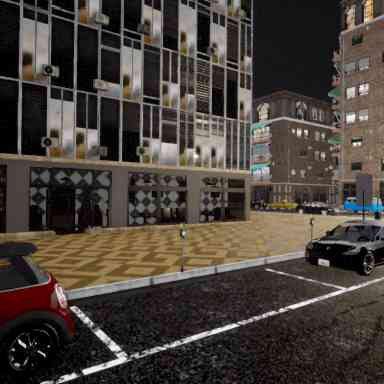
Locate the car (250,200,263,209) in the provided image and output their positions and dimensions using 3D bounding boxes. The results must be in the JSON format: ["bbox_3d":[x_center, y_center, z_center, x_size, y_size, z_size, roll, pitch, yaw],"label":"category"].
[{"bbox_3d":[9.654,1.864,51.114,1.947,1.339,4.313,0,-1,-35],"label":"car"}]

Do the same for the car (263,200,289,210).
[{"bbox_3d":[12.719,1.787,46.694,1.752,1.417,4.829,0,-1,-35],"label":"car"}]

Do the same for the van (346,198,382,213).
[{"bbox_3d":[19.143,1.525,37.437,1.690,1.788,3.998,0,-1,-35],"label":"van"}]

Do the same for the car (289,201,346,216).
[{"bbox_3d":[12.253,1.620,32.662,2.008,1.369,4.403,0,-1,-35],"label":"car"}]

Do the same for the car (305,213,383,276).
[{"bbox_3d":[5.398,1.567,10.392,4.313,1.339,1.947,0,1,-35],"label":"car"}]

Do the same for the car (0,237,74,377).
[{"bbox_3d":[-3.682,1.440,3.922,4.097,1.590,1.967,0,1,-35],"label":"car"}]
